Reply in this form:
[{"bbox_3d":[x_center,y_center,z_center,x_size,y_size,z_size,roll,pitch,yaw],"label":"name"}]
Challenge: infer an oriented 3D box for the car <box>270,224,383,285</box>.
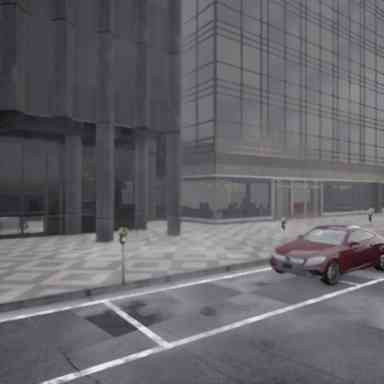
[{"bbox_3d":[4.065,1.596,9.433,4.206,1.307,1.802,0,0,-36],"label":"car"}]
